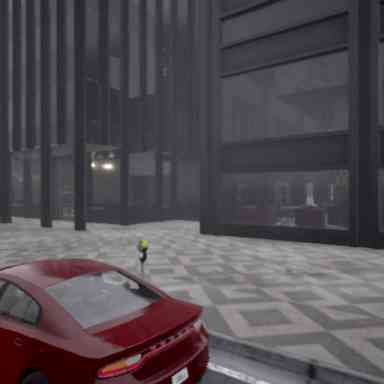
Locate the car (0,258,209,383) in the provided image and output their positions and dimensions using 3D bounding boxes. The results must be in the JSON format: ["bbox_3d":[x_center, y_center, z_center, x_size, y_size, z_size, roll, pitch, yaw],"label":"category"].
[{"bbox_3d":[-1.927,1.560,4.332,4.507,1.381,1.887,0,0,35],"label":"car"}]
